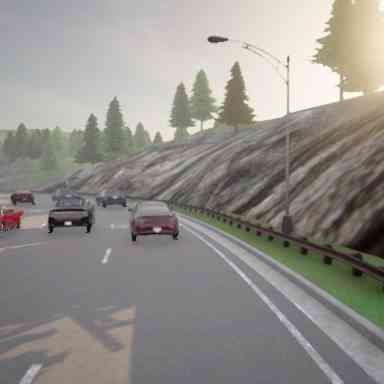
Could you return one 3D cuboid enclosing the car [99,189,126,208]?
[{"bbox_3d":[-7.677,0.473,31.115,2.097,1.767,4.553,-1,2,-26],"label":"car"}]

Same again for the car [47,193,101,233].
[{"bbox_3d":[-5.803,1.028,16.346,2.128,1.511,4.902,0,2,-14],"label":"car"}]

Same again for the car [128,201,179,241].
[{"bbox_3d":[-1.736,1.120,14.263,1.812,1.442,4.674,0,2,-12],"label":"car"}]

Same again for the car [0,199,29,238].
[{"bbox_3d":[-8.890,1.188,14.580,1.895,1.301,4.718,0,2,-14],"label":"car"}]

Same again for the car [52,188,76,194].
[{"bbox_3d":[-12.616,0.423,32.942,2.097,1.767,4.553,-1,2,-29],"label":"car"}]

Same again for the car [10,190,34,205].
[{"bbox_3d":[-17.839,0.497,34.842,1.882,1.535,5.008,-1,2,-33],"label":"car"}]
